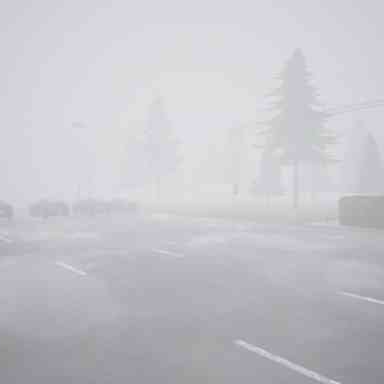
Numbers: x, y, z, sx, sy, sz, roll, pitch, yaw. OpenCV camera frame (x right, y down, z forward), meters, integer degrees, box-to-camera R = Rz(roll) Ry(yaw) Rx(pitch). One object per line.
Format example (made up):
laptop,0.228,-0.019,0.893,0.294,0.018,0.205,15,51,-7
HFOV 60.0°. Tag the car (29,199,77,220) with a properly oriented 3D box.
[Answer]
car,-11.272,1.292,26.107,2.128,1.511,4.902,0,0,-42

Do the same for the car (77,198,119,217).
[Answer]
car,-8.683,1.287,28.461,2.128,1.511,4.902,0,0,-42

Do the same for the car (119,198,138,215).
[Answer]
car,-6.880,1.308,31.665,1.812,1.442,4.674,0,0,-42

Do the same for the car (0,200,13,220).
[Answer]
car,-14.966,1.272,24.973,1.882,1.535,5.008,0,0,-42
